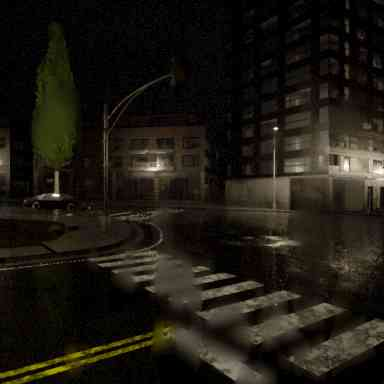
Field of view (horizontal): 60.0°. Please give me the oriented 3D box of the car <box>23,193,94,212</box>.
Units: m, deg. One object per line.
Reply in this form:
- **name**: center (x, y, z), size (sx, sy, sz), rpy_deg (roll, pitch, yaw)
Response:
- **car**: center (-10.548, 0.787, 26.294), size (5.357, 1.411, 2.033), rpy_deg (1, 0, 11)
